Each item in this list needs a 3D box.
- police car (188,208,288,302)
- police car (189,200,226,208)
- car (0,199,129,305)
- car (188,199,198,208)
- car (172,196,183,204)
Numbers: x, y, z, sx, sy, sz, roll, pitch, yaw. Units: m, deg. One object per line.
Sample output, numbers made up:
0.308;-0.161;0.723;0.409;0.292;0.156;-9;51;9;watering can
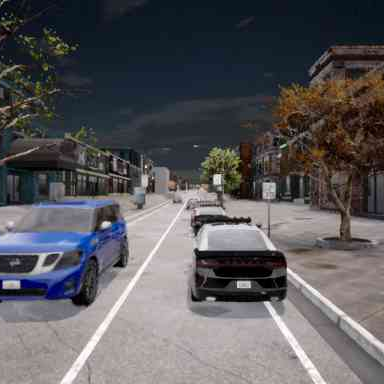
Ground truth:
0.929;1.441;8.481;1.930;1.638;5.238;0;0;0;police car
0.964;1.463;18.481;1.930;1.638;5.238;0;0;0;police car
-3.071;1.237;8.447;2.150;2.045;5.566;0;0;0;car
0.985;1.401;24.341;2.097;1.767;4.553;0;0;0;car
-2.773;1.530;64.306;1.837;1.490;4.892;0;0;0;car
